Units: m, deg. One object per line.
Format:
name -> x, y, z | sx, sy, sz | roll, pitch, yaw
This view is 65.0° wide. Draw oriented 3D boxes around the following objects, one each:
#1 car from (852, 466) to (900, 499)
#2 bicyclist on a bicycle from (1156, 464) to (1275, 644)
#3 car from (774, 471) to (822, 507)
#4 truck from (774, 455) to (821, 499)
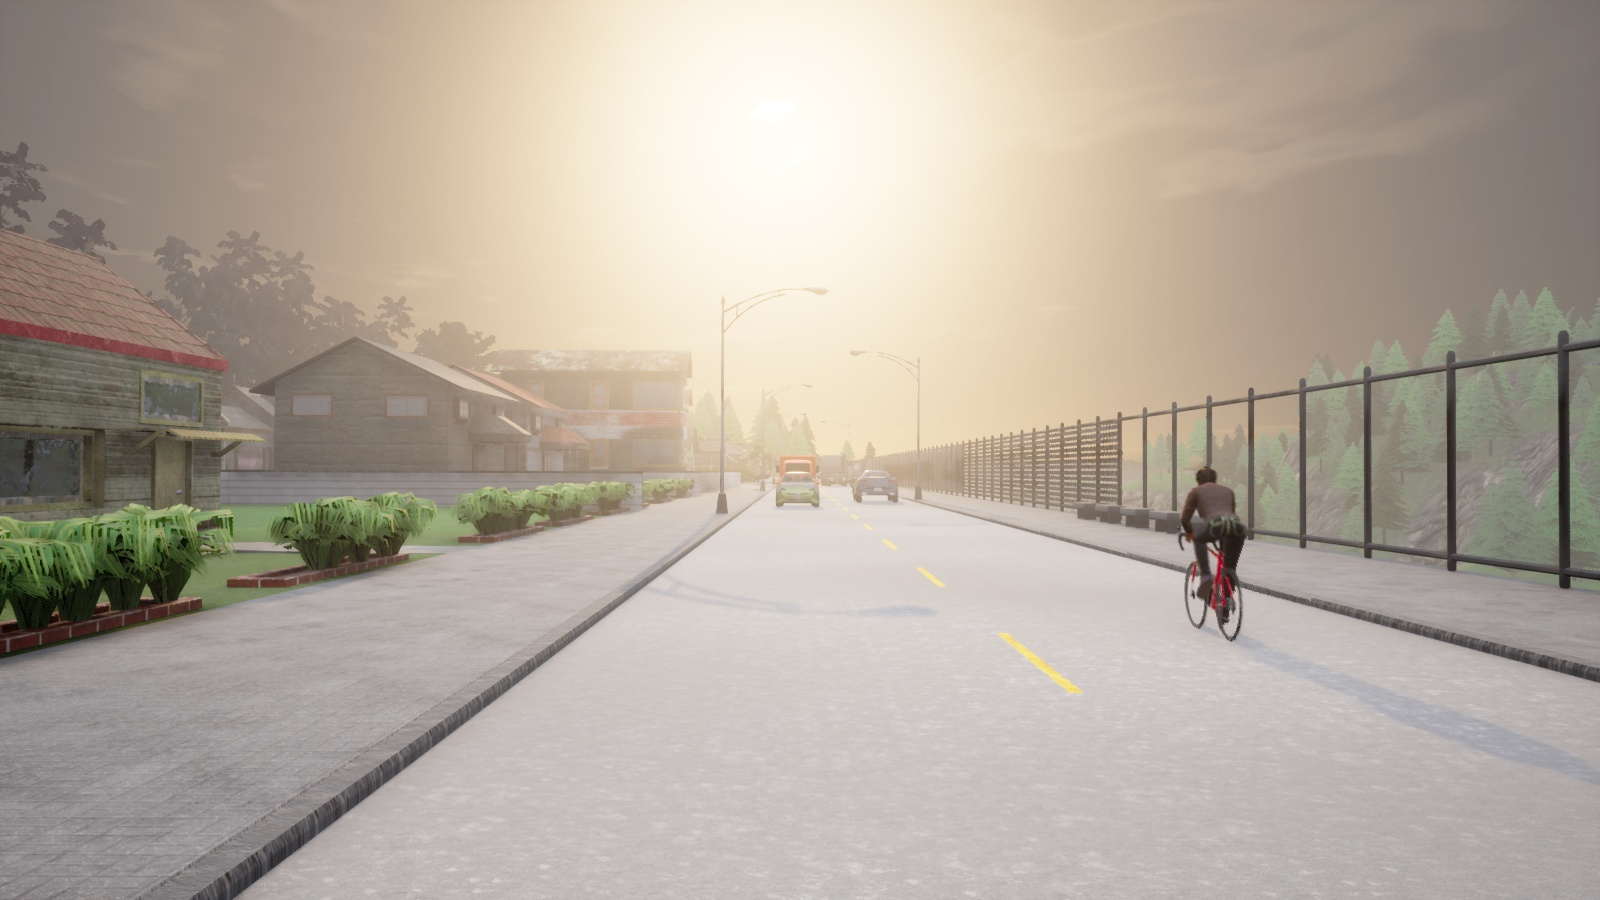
car -> 3.889, 1.667, 65.004 | 2.152, 1.651, 5.027 | 0, -1, 0
bicyclist on a bicycle -> 3.984, 0.955, 12.169 | 0.582, 1.620, 1.656 | 0, -1, 0
car -> -0.092, 1.689, 55.358 | 2.007, 1.525, 4.514 | 0, -1, 0
truck -> -0.128, 1.556, 73.294 | 2.627, 2.467, 5.204 | 0, -1, 0
